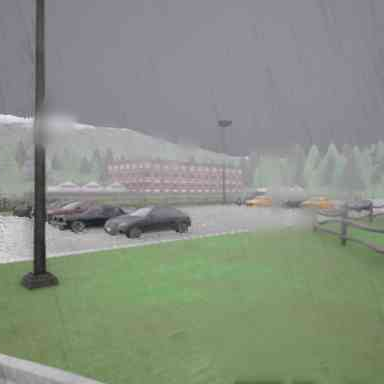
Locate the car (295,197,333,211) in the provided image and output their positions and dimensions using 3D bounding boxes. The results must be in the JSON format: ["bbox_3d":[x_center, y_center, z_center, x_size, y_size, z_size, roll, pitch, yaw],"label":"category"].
[{"bbox_3d":[13.507,1.292,35.728,5.008,1.535,1.882,0,1,-43],"label":"car"}]

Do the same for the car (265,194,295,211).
[{"bbox_3d":[10.887,1.262,38.071,5.008,1.535,1.882,0,1,-43],"label":"car"}]

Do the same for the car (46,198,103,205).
[{"bbox_3d":[-7.013,1.290,21.384,5.008,1.535,1.882,0,1,-43],"label":"car"}]

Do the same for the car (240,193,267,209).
[{"bbox_3d":[8.505,1.232,40.635,5.008,1.535,1.882,0,1,-43],"label":"car"}]

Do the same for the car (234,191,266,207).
[{"bbox_3d":[8.142,0.941,45.062,5.566,2.045,2.150,0,1,-43],"label":"car"}]

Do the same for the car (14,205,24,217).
[{"bbox_3d":[-11.577,1.256,26.698,4.892,1.490,1.837,0,1,-43],"label":"car"}]

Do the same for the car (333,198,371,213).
[{"bbox_3d":[16.839,1.335,34.041,4.902,1.511,2.128,0,1,-43],"label":"car"}]

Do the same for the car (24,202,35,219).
[{"bbox_3d":[-9.076,1.273,24.245,4.902,1.511,2.128,0,1,-43],"label":"car"}]

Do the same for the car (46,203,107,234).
[{"bbox_3d":[-5.175,1.444,18.312,4.718,1.301,1.895,0,1,-43],"label":"car"}]

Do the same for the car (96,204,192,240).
[{"bbox_3d":[-2.025,1.398,16.451,4.674,1.442,1.812,0,1,-43],"label":"car"}]
